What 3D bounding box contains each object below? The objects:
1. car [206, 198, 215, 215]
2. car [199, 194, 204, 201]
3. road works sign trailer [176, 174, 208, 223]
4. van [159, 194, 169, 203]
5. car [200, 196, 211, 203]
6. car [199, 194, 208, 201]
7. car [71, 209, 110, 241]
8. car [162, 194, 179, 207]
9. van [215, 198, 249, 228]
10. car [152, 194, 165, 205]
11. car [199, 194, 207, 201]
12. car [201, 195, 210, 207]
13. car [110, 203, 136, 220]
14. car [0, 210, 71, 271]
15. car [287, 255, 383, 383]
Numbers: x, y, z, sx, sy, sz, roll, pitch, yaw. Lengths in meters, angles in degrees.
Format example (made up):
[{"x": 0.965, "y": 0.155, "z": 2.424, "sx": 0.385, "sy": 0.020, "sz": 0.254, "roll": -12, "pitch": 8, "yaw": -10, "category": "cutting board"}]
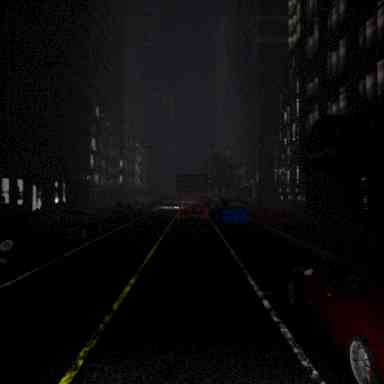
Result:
[{"x": 2.698, "y": 1.557, "z": 33.356, "sx": 1.802, "sy": 1.307, "sz": 4.206, "roll": 0, "pitch": 0, "yaw": 0, "category": "car"}, {"x": 2.706, "y": 1.495, "z": 61.818, "sx": 2.008, "sy": 1.369, "sz": 4.403, "roll": 0, "pitch": 0, "yaw": 0, "category": "car"}, {"x": 0.006, "y": 0.447, "z": 24.991, "sx": 2.380, "sy": 3.560, "sz": 2.880, "roll": 0, "pitch": 0, "yaw": 0, "category": "road works sign trailer"}, {"x": -5.673, "y": 1.275, "z": 67.517, "sx": 1.690, "sy": 1.788, "sz": 3.998, "roll": 0, "pitch": 0, "yaw": 0, "category": "van"}, {"x": 2.707, "y": 1.485, "z": 67.511, "sx": 2.008, "sy": 1.369, "sz": 4.403, "roll": 0, "pitch": 0, "yaw": 0, "category": "car"}, {"x": 2.710, "y": 1.347, "z": 78.896, "sx": 1.967, "sy": 1.590, "sz": 4.097, "roll": 0, "pitch": 0, "yaw": 0, "category": "car"}, {"x": -5.687, "y": 1.541, "z": 16.284, "sx": 2.008, "sy": 1.369, "sz": 4.403, "roll": 0, "pitch": 0, "yaw": 0, "category": "car"}, {"x": -3.067, "y": 1.485, "z": 50.875, "sx": 1.812, "sy": 1.442, "sz": 4.674, "roll": 0, "pitch": 0, "yaw": 0, "category": "car"}, {"x": 2.696, "y": 1.326, "z": 21.972, "sx": 1.690, "sy": 1.788, "sz": 3.998, "roll": 0, "pitch": 0, "yaw": 0, "category": "van"}, {"x": -5.676, "y": 1.504, "z": 56.132, "sx": 2.008, "sy": 1.369, "sz": 4.403, "roll": 0, "pitch": 0, "yaw": 0, "category": "car"}, {"x": 2.712, "y": 1.333, "z": 84.588, "sx": 1.967, "sy": 1.590, "sz": 4.097, "roll": 0, "pitch": 0, "yaw": 0, "category": "car"}, {"x": 2.703, "y": 1.542, "z": 50.434, "sx": 1.802, "sy": 1.307, "sz": 4.206, "roll": 0, "pitch": 0, "yaw": 0, "category": "car"}, {"x": -5.684, "y": 1.562, "z": 27.668, "sx": 1.802, "sy": 1.307, "sz": 4.206, "roll": 0, "pitch": 0, "yaw": 0, "category": "car"}, {"x": -5.688, "y": 1.435, "z": 10.592, "sx": 1.967, "sy": 1.590, "sz": 4.097, "roll": 0, "pitch": 0, "yaw": 0, "category": "car"}, {"x": 2.691, "y": 1.581, "z": 4.895, "sx": 1.802, "sy": 1.307, "sz": 4.206, "roll": 0, "pitch": 0, "yaw": 0, "category": "car"}]
